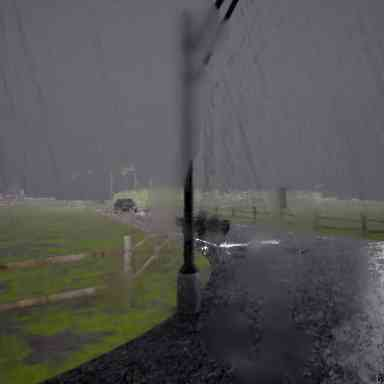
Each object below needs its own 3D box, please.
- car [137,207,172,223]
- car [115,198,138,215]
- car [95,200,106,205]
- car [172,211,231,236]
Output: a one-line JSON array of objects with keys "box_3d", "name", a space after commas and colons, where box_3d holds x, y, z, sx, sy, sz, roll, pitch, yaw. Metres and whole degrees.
[{"box_3d": [-3.268, 2.045, 30.321, 1.895, 1.301, 4.718, 1, -1, -22], "name": "car"}, {"box_3d": [-8.557, 1.854, 43.067, 2.150, 2.045, 5.566, 1, -1, -22], "name": "car"}, {"box_3d": [-24.621, 2.868, 90.925, 1.882, 1.535, 5.008, 1, -1, -23], "name": "car"}, {"box_3d": [0.599, 1.911, 21.046, 1.895, 1.301, 4.718, 1, -1, -23], "name": "car"}]
